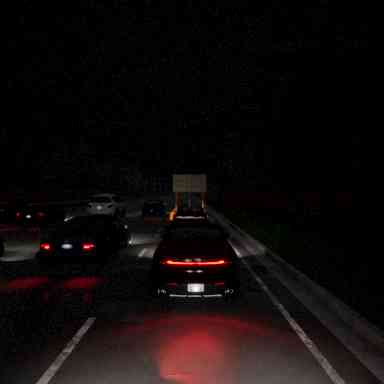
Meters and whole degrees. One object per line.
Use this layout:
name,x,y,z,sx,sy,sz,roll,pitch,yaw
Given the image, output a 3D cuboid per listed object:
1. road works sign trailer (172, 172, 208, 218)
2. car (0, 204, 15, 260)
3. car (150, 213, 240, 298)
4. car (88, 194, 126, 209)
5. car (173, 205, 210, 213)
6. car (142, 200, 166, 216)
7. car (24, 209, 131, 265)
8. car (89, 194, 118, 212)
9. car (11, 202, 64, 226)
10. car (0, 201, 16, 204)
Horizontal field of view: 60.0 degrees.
road works sign trailer,-0.171,0.464,22.762,2.380,3.560,2.880,0,0,-3
car,-6.961,1.354,8.630,2.097,1.767,4.553,0,0,1
car,0.053,1.505,8.506,1.837,1.490,4.892,0,0,0
car,-7.098,1.225,28.031,2.150,2.045,5.566,0,0,-1
car,-0.050,1.488,18.892,2.128,1.511,4.902,0,0,1
car,-3.634,1.477,32.338,1.882,1.535,5.008,0,0,0
car,-3.461,1.547,11.632,2.033,1.411,5.357,0,0,-1
car,-10.695,1.222,40.538,2.150,2.045,5.566,0,0,-1
car,-10.562,1.563,23.507,1.994,1.385,4.181,0,0,0
car,-14.085,1.506,26.322,1.837,1.490,4.892,0,1,0
